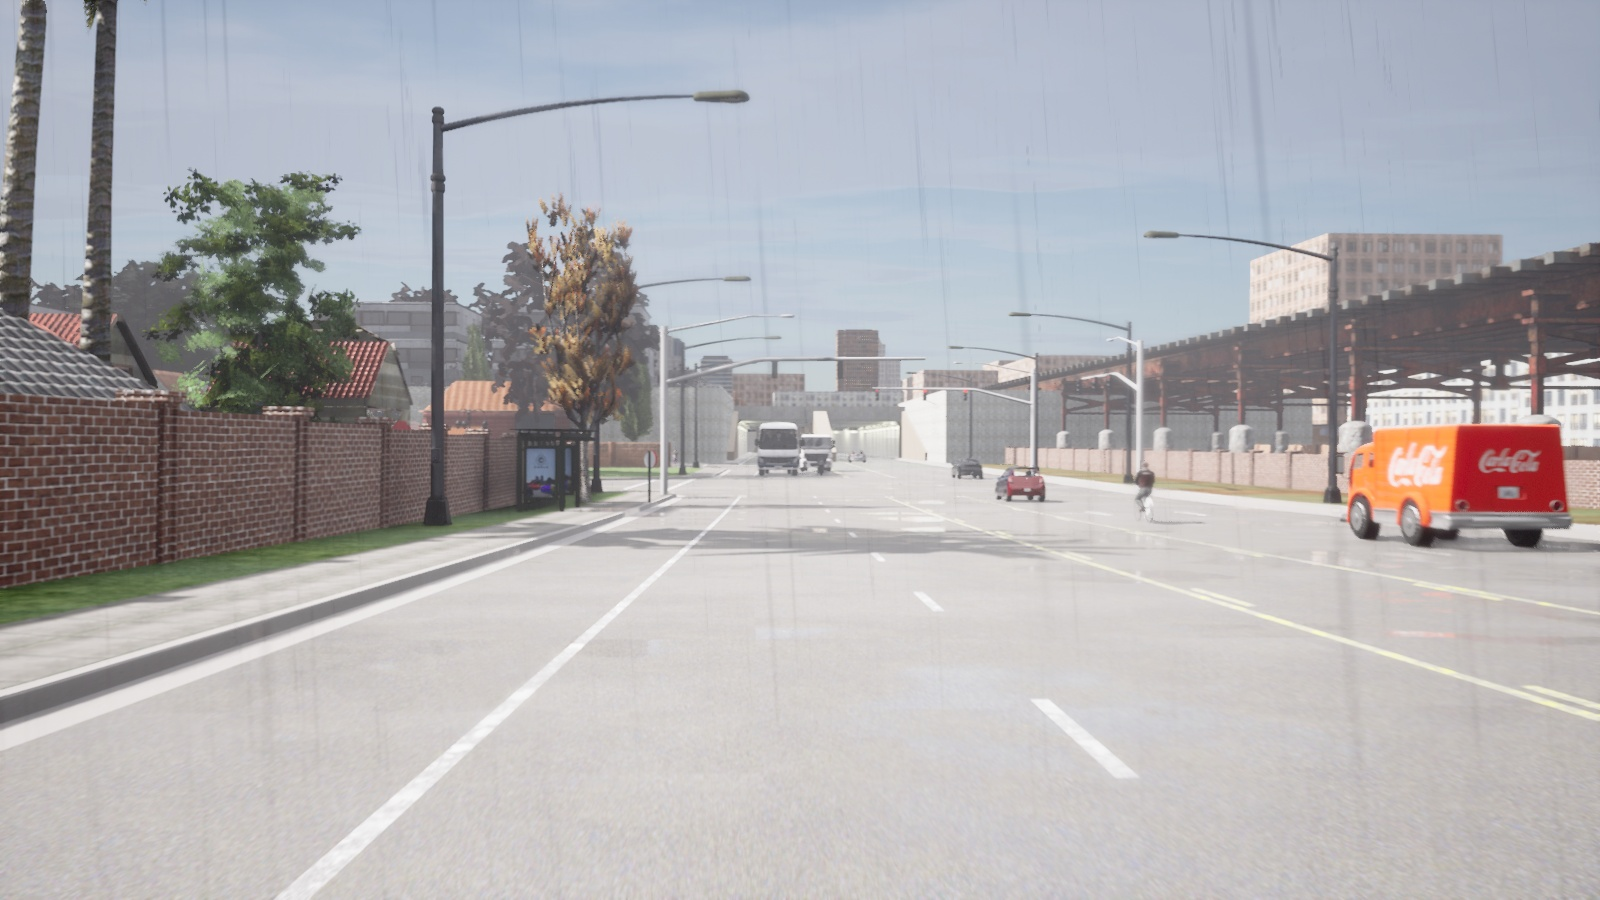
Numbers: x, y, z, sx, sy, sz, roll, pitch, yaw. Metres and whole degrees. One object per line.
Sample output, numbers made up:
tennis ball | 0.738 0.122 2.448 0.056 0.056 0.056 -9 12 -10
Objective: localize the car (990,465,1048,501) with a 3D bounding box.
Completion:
car | 9.480 1.401 54.526 1.845 1.501 3.633 0 0 -1

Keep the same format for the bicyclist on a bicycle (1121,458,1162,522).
bicyclist on a bicycle | 9.838 1.132 36.245 0.659 1.776 1.843 0 0 -1

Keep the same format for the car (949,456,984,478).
car | 12.271 1.253 92.823 1.837 1.490 4.892 0 0 -1

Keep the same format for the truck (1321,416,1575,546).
truck | 13.517 0.635 26.709 2.627 2.467 5.204 0 -1 -1
